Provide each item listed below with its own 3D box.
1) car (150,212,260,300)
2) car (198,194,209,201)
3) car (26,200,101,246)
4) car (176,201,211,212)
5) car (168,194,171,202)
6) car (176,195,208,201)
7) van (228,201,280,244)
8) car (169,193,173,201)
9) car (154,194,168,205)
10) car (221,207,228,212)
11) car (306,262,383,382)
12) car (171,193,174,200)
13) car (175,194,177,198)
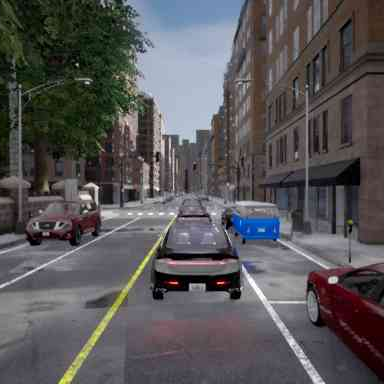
[{"bbox_3d":[0.097,1.490,8.370,2.128,1.511,4.902,0,0,0],"label":"car"},{"bbox_3d":[2.827,1.386,75.506,1.967,1.590,4.097,0,0,0],"label":"car"},{"bbox_3d":[-5.676,1.310,15.426,2.192,1.841,5.009,0,0,0],"label":"car"},{"bbox_3d":[0.092,1.485,18.309,2.128,1.511,4.902,0,0,0],"label":"car"},{"bbox_3d":[-5.693,1.501,64.566,2.008,1.369,4.403,0,0,0],"label":"car"},{"bbox_3d":[-0.011,1.338,27.486,2.097,1.767,4.553,0,0,0],"label":"car"},{"bbox_3d":[2.849,1.336,15.469,1.690,1.788,3.998,0,0,0],"label":"van"},{"bbox_3d":[-5.695,1.492,70.017,1.887,1.381,4.507,0,0,0],"label":"car"},{"bbox_3d":[-5.691,1.479,58.945,1.752,1.417,4.829,0,0,0],"label":"car"},{"bbox_3d":[2.848,1.557,21.130,1.947,1.339,4.313,0,0,0],"label":"car"},{"bbox_3d":[2.853,1.544,4.149,1.887,1.381,4.507,0,0,0],"label":"car"},{"bbox_3d":[-5.697,1.490,75.468,1.887,1.381,4.507,0,0,0],"label":"car"},{"bbox_3d":[-5.701,1.495,86.369,2.008,1.369,4.403,0,0,0],"label":"car"}]
